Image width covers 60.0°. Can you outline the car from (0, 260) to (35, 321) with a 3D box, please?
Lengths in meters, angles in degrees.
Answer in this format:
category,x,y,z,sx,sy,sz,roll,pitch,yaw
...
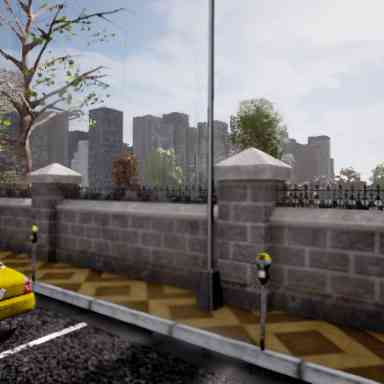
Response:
category,x,y,z,sx,sy,sz,roll,pitch,yaw
car,-4.823,1.476,6.140,4.829,1.417,1.752,0,0,35
